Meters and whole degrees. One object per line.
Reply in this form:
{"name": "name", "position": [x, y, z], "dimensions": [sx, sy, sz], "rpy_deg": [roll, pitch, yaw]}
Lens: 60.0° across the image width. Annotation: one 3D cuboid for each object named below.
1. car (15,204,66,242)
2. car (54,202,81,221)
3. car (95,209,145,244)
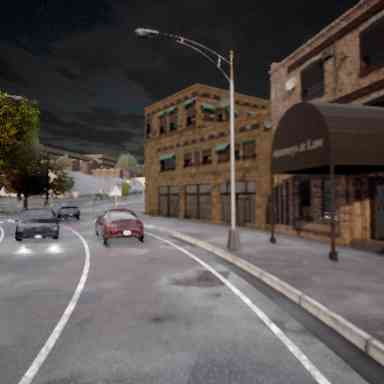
{"name": "car", "position": [-7.843, 1.562, 16.956], "dimensions": [2.033, 1.411, 5.357], "rpy_deg": [0, 0, -25]}
{"name": "car", "position": [-10.949, 1.617, 28.030], "dimensions": [2.128, 1.511, 4.902], "rpy_deg": [0, -1, -37]}
{"name": "car", "position": [-3.545, 1.535, 16.010], "dimensions": [1.812, 1.442, 4.674], "rpy_deg": [0, 0, -21]}
